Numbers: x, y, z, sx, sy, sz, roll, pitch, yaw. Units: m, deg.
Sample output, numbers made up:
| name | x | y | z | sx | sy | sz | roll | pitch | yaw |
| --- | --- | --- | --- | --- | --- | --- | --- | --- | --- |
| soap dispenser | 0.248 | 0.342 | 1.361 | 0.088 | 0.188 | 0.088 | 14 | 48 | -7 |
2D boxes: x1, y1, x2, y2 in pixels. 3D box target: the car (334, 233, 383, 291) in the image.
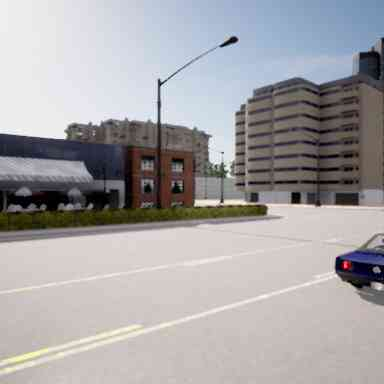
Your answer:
| name | x | y | z | sx | sy | sz | roll | pitch | yaw |
| --- | --- | --- | --- | --- | --- | --- | --- | --- | --- |
| car | 5.539 | 1.628 | 8.095 | 4.718 | 1.301 | 1.895 | 0 | 0 | -38 |
